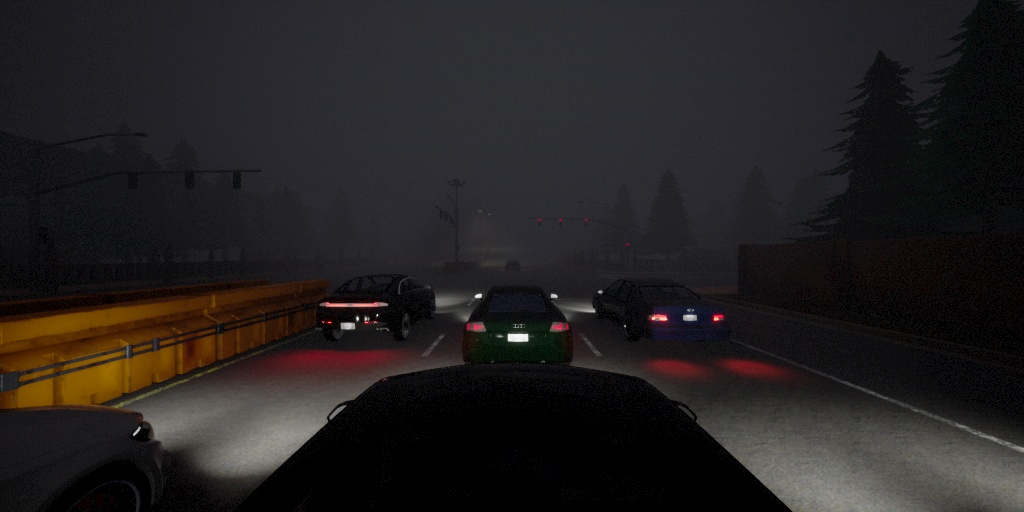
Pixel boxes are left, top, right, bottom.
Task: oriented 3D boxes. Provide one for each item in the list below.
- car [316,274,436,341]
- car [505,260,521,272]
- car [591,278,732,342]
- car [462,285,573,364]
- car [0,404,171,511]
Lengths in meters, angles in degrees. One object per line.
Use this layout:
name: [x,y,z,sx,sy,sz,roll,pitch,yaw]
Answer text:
car: [-3.399,1.241,9.857,2.128,1.511,4.902,0,0,0]
car: [0.101,1.227,46.027,1.882,1.535,5.008,0,0,0]
car: [3.600,1.297,9.763,2.033,1.411,5.357,0,0,0]
car: [0.099,1.314,7.906,1.994,1.385,4.181,0,0,0]
car: [-3.403,1.276,0.621,1.812,1.442,4.674,0,0,0]
